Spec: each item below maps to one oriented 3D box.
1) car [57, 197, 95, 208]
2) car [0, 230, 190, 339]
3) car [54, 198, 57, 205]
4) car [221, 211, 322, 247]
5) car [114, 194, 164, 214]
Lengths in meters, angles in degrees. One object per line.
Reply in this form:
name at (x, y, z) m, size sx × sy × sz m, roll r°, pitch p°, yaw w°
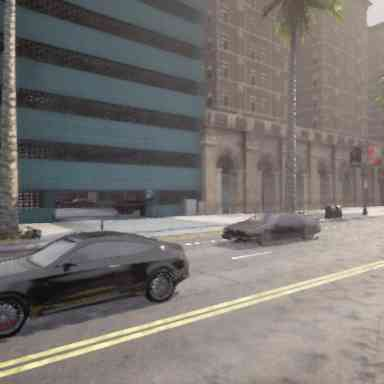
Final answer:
car at (-17.097, 1.711, 49.548) m, size 4.718 × 1.301 × 1.895 m, roll 0°, pitch 0°, yaw -37°
car at (-2.180, 1.561, 6.767) m, size 4.674 × 1.442 × 1.812 m, roll 0°, pitch 0°, yaw -36°
car at (-23.684, 1.717, 59.106) m, size 4.786 × 1.482 × 2.161 m, roll 0°, pitch 0°, yaw -37°
car at (3.904, 1.602, 15.600) m, size 5.357 × 1.411 × 2.033 m, roll 0°, pitch 0°, yaw -36°
car at (-5.394, 1.187, 35.200) m, size 5.566 × 2.045 × 2.435 m, roll 0°, pitch 0°, yaw -37°
